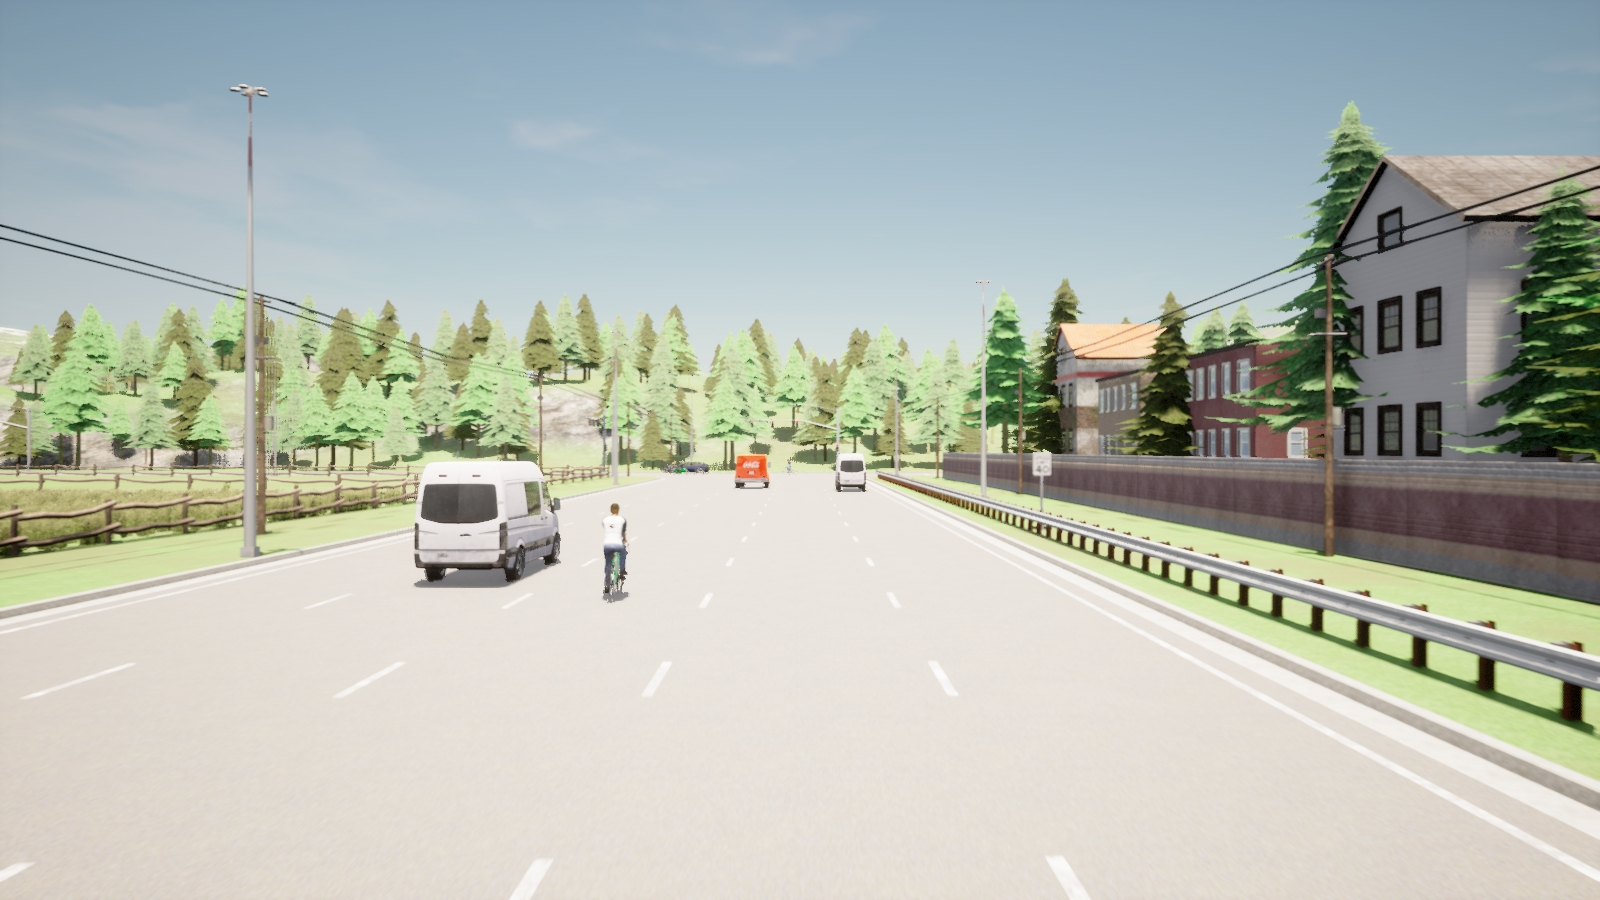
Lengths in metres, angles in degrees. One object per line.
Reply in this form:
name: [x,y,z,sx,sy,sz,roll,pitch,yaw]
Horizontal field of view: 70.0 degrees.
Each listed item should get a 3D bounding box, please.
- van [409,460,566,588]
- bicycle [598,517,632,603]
van: [-6.995,1.534,26.316,1.988,2.561,5.915,0,0,0]
bicycle: [-3.498,2.056,21.696,0.373,1.496,1.643,0,0,0]
